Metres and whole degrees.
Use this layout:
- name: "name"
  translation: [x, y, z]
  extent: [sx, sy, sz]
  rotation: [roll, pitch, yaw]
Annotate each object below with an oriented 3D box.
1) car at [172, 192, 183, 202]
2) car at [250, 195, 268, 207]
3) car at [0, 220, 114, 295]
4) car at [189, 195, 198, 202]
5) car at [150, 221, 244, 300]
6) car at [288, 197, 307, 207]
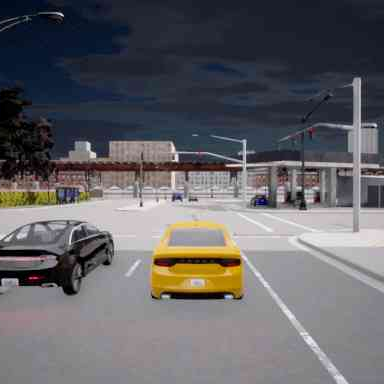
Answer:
- name: "car"
  translation: [-3.239, 1.121, 74.025]
  extent: [2.150, 2.045, 5.566]
  rotation: [0, 0, 0]
- name: "car"
  translation: [9.883, 1.253, 48.705]
  extent: [2.242, 1.667, 4.611]
  rotation: [0, 0, 1]
- name: "car"
  translation: [-3.387, 1.474, 8.667]
  extent: [2.128, 1.511, 4.902]
  rotation: [0, 0, 0]
- name: "car"
  translation: [0.259, 1.445, 73.414]
  extent: [1.994, 1.385, 4.181]
  rotation: [0, 0, 0]
- name: "car"
  translation: [0.112, 1.468, 8.446]
  extent: [1.882, 1.535, 5.008]
  rotation: [0, 0, 0]
- name: "car"
  translation: [15.630, 1.425, 49.447]
  extent: [1.970, 1.475, 3.806]
  rotation: [0, 0, 1]
